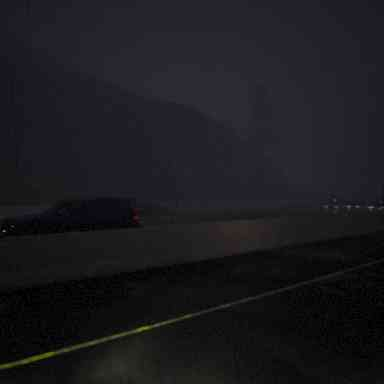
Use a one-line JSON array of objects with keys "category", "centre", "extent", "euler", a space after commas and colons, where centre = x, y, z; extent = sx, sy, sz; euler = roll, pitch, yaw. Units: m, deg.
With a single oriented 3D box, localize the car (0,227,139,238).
[{"category": "car", "centre": [-4.843, 1.235, 13.572], "extent": [5.566, 2.045, 2.150], "euler": [0, 0, -37]}]
